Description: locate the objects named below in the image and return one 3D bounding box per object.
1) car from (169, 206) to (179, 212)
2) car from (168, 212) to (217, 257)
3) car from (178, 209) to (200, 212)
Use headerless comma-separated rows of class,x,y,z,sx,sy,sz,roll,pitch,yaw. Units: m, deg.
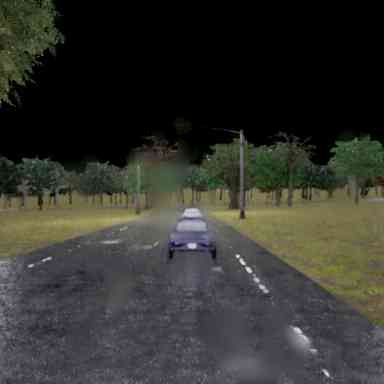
car,-3.513,3.381,65.713,1.895,1.301,4.718,0,-2,0
car,0.026,1.764,13.971,1.812,1.442,4.674,0,-1,0
car,0.026,2.193,29.002,1.812,1.442,4.674,0,-1,1
